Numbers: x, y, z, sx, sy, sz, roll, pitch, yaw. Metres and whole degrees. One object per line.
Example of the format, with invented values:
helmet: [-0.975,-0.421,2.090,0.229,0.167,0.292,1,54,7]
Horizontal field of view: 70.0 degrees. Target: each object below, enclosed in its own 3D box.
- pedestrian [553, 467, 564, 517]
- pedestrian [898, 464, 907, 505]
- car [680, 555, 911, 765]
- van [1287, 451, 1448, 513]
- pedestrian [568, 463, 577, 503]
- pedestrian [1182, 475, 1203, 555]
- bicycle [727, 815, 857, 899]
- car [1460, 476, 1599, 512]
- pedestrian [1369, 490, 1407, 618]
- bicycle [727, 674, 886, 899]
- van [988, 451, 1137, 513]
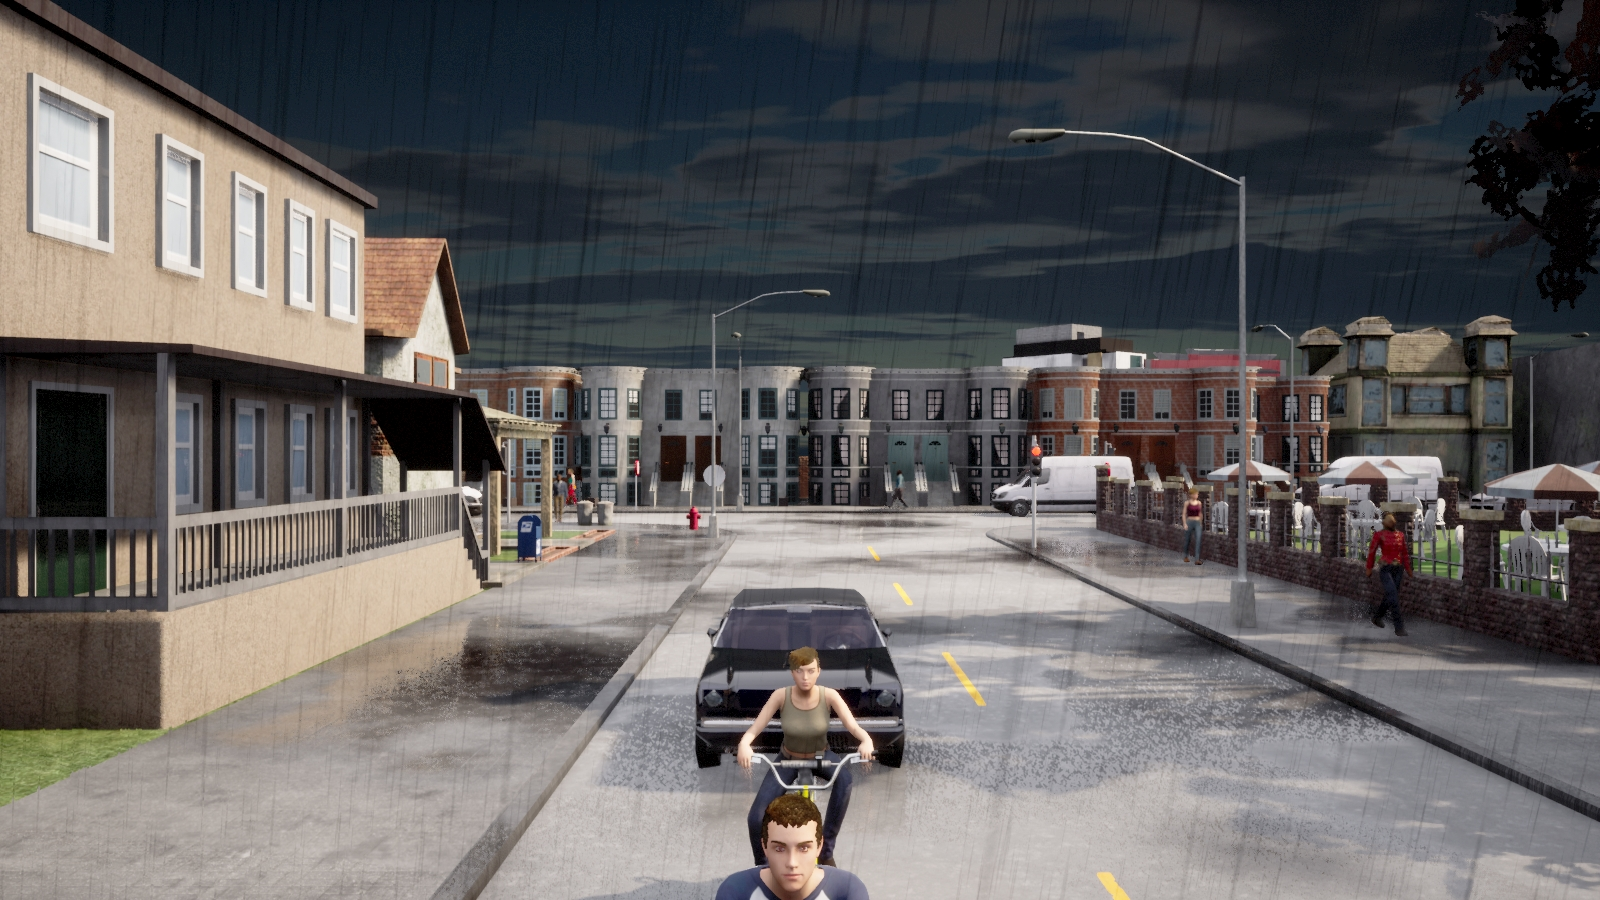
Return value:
pedestrian: [-8.894,1.545,42.108,0.375,1.860,0.375,0,0,-5]
pedestrian: [4.633,1.546,51.725,0.375,1.860,0.375,0,0,12]
car: [-0.038,1.940,11.747,1.895,1.301,4.718,0,0,0]
van: [24.218,1.335,48.884,5.915,2.561,1.988,0,0,0]
pedestrian: [-10.720,1.547,53.775,0.375,1.860,0.375,0,0,-4]
pedestrian: [9.223,1.529,26.864,0.375,1.860,0.375,0,0,0]
bicycle: [-0.022,1.938,3.212,0.373,1.296,1.643,0,0,0]
car: [31.329,1.861,48.882,4.892,1.480,2.231,0,0,0]
pedestrian: [8.701,1.531,16.911,0.375,1.860,0.375,0,0,2]
bicycle: [0.033,2.040,6.906,0.859,1.080,1.487,0,0,0]
van: [11.178,1.335,48.871,5.915,2.561,1.988,0,0,0]
